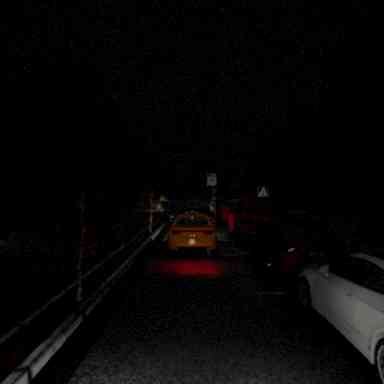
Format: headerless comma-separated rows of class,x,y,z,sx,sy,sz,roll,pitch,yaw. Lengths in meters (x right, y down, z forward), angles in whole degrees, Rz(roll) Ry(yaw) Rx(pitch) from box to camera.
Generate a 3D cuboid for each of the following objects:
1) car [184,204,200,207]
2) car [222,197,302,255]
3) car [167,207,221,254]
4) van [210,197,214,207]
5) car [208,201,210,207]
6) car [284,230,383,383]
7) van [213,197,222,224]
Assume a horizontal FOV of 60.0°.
car,0.023,1.783,28.518,1.837,1.490,4.892,0,0,0
car,3.054,1.394,16.027,2.435,2.045,5.566,0,-1,0
car,0.027,1.626,14.269,1.882,1.535,5.008,0,0,0
van,3.056,1.564,32.754,1.878,1.987,4.442,0,0,0
car,3.056,1.580,38.212,2.435,2.045,5.566,0,0,0
car,3.052,1.574,4.901,2.002,1.452,4.674,0,-1,0
van,3.055,1.519,27.207,1.878,1.987,4.442,0,-1,0
